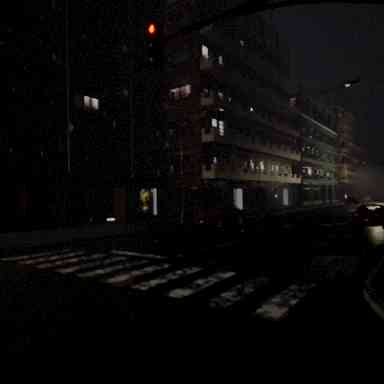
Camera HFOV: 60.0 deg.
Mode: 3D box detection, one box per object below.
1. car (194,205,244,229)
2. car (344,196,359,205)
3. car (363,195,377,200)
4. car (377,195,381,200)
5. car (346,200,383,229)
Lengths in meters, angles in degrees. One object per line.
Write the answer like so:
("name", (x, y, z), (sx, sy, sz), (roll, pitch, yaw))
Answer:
("car", (1.899, 1.601, 22.288), (1.887, 1.381, 4.507), (-1, -1, 36))
("car", (27.447, 1.427, 57.028), (1.947, 1.339, 4.313), (-1, -1, 36))
("car", (37.507, 1.370, 70.791), (1.802, 1.307, 4.206), (-1, -1, 36))
("car", (44.213, 1.307, 79.967), (1.947, 1.339, 4.313), (-1, -1, 36))
("car", (10.828, 1.391, 19.913), (1.887, 1.381, 4.507), (-1, -1, 36))
